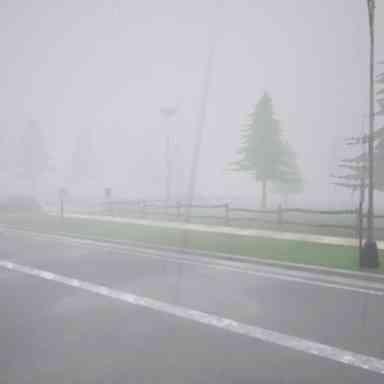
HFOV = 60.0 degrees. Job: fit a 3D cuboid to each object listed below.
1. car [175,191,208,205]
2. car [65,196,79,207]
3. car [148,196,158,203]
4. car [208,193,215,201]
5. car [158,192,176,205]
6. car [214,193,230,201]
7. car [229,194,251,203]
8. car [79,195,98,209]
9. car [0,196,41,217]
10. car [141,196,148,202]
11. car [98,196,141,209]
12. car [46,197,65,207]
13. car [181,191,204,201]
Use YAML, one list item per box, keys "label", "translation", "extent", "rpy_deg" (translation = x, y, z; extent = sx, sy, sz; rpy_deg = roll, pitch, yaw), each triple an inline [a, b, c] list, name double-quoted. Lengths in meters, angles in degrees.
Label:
- label: "car"
  translation: [0.021, 1.110, 50.980]
  extent: [2.097, 1.767, 4.553]
  rpy_deg: [1, 0, 35]
- label: "car"
  translation: [-13.586, 1.193, 43.820]
  extent: [2.128, 1.511, 4.902]
  rpy_deg: [1, 0, 35]
- label: "car"
  translation: [-4.877, 1.266, 56.120]
  extent: [1.994, 1.385, 4.181]
  rpy_deg: [1, 0, 36]
- label: "car"
  translation: [4.204, 0.984, 68.966]
  extent: [1.882, 1.535, 5.008]
  rpy_deg: [1, 0, 35]
- label: "car"
  translation: [-2.394, 0.953, 53.605]
  extent: [2.150, 2.045, 5.566]
  rpy_deg: [1, 0, 35]
- label: "car"
  translation: [7.050, 1.130, 66.930]
  extent: [1.895, 1.301, 4.718]
  rpy_deg: [1, 0, 35]
- label: "car"
  translation: [9.729, 1.358, 64.664]
  extent: [1.895, 1.301, 4.718]
  rpy_deg: [1, 0, 35]
- label: "car"
  translation: [-11.162, 1.256, 41.185]
  extent: [1.812, 1.442, 4.674]
  rpy_deg: [1, 0, 35]
- label: "car"
  translation: [-15.601, 1.112, 28.790]
  extent: [2.097, 1.767, 4.553]
  rpy_deg: [1, 0, 35]
- label: "car"
  translation: [-7.735, 1.274, 58.101]
  extent: [1.895, 1.301, 4.718]
  rpy_deg: [1, 0, 36]
- label: "car"
  translation: [-8.440, 1.322, 38.975]
  extent: [1.994, 1.385, 4.181]
  rpy_deg: [1, 0, 35]
- label: "car"
  translation: [-17.216, 1.199, 44.734]
  extent: [1.812, 1.442, 4.674]
  rpy_deg: [1, 0, 35]
- label: "car"
  translation: [0.169, 0.787, 69.310]
  extent: [2.150, 2.045, 5.566]
  rpy_deg: [1, 0, 35]
